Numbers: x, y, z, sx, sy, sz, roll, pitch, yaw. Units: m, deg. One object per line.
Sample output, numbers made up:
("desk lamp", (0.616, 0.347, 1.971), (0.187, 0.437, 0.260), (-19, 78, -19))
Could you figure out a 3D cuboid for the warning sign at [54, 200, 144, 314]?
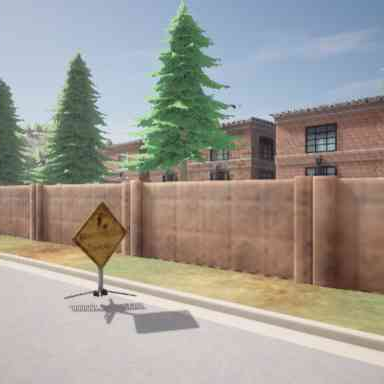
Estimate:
("warning sign", (-1.766, 1.112, 6.419), (1.060, 1.860, 1.300), (0, 0, 36))
